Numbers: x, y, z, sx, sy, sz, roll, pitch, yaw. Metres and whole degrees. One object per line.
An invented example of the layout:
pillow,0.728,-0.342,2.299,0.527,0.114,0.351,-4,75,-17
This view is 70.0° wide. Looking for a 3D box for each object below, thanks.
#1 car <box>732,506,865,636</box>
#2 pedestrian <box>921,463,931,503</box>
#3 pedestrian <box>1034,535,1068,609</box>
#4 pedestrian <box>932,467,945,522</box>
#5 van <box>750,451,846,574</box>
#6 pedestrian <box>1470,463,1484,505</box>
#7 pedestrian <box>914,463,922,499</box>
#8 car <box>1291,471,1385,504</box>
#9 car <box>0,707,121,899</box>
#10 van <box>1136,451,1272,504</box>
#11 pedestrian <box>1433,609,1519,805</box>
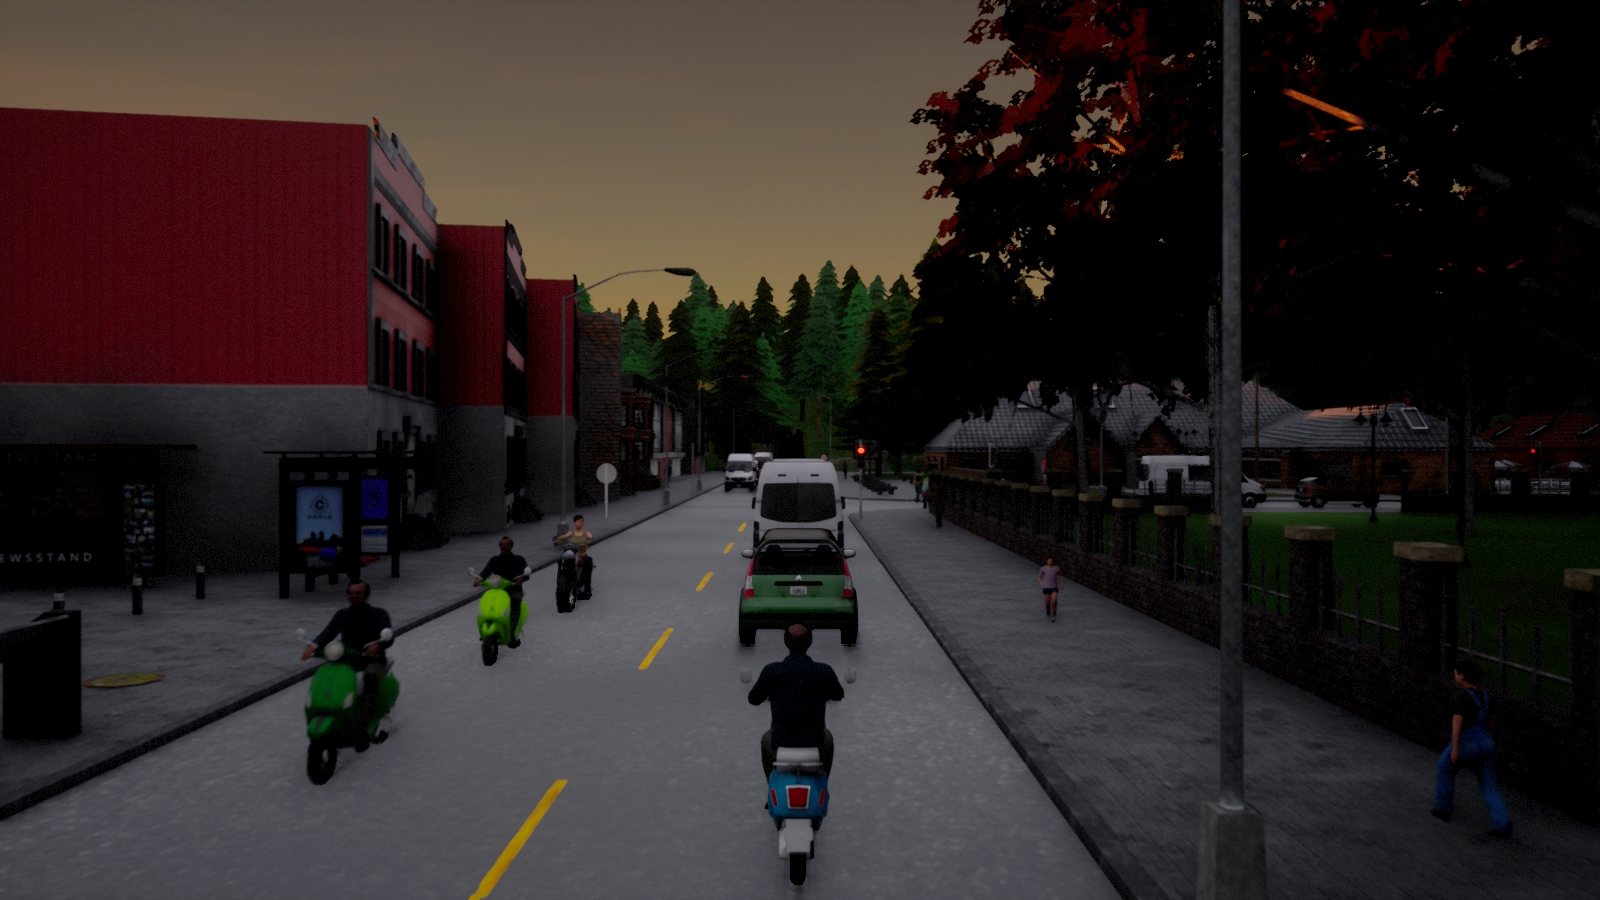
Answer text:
car,-0.026,1.779,17.855,1.851,1.617,3.988,0,0,0
pedestrian,5.836,1.524,52.888,0.375,1.860,0.375,0,0,15
pedestrian,3.949,1.904,17.964,0.500,1.100,0.500,0,0,14
pedestrian,4.729,1.524,38.947,0.375,1.860,0.375,0,0,-3
van,-0.048,1.313,26.777,1.988,2.561,5.915,0,0,0
pedestrian,30.330,1.523,51.205,0.375,1.860,0.375,0,0,-7
pedestrian,6.241,1.626,60.449,0.375,1.860,0.375,0,0,17
car,26.118,1.804,55.528,3.705,1.549,1.789,0,0,0
car,-4.013,1.841,2.429,2.231,1.480,4.892,0,0,0
van,19.581,1.312,55.590,5.915,2.561,1.988,0,0,1
pedestrian,4.788,1.805,8.104,0.375,1.300,0.375,0,0,-5
